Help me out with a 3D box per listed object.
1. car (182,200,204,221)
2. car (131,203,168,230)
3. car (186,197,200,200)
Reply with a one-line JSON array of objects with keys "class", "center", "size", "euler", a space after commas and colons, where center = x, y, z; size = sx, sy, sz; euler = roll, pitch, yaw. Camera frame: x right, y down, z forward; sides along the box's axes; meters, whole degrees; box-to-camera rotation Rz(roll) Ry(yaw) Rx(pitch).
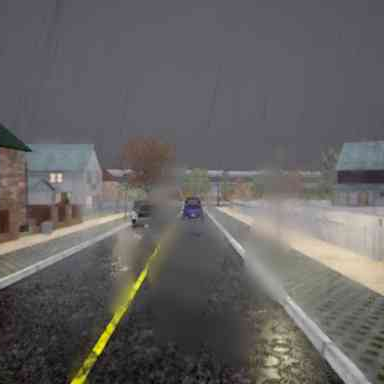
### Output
[{"class": "car", "center": [0.104, 1.778, 30.531], "size": [1.882, 1.535, 5.008], "euler": [0, 0, 0]}, {"class": "car", "center": [-2.835, 1.577, 23.123], "size": [2.097, 1.767, 4.553], "euler": [0, -1, 0]}, {"class": "car", "center": [0.103, 1.643, 41.572], "size": [2.150, 2.045, 5.566], "euler": [0, 0, 0]}]
